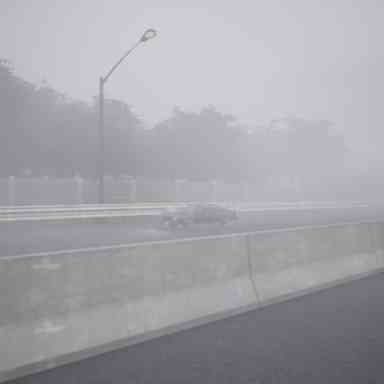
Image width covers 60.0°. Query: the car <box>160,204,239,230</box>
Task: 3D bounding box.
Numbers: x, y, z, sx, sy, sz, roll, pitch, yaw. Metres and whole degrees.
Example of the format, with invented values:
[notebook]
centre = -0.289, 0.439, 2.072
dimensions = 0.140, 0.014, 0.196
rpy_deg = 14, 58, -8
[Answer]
[car]
centre = 0.619, 1.492, 21.607
dimensions = 5.357, 1.411, 2.033
rpy_deg = 0, 0, -36
